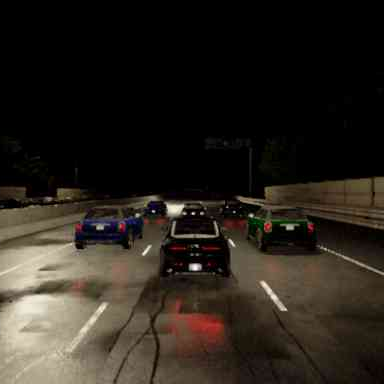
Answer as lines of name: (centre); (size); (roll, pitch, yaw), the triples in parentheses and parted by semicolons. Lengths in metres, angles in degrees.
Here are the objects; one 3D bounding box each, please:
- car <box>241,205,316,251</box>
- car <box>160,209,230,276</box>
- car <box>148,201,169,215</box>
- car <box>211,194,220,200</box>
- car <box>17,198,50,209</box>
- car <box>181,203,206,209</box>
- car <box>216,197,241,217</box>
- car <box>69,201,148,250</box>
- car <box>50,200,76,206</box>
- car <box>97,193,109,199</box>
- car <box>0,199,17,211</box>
car: (3.596, 1.357, 14.312); (2.097, 1.767, 4.553); (0, 0, 0)
car: (0.081, 1.511, 10.314); (1.837, 1.490, 4.892); (0, 0, 0)
car: (-3.401, 1.536, 31.735); (1.812, 1.442, 4.674); (0, 0, 0)
car: (6.942, 1.538, 92.516); (1.994, 1.385, 4.181); (0, 0, 1)
car: (-17.573, 1.506, 38.471); (2.128, 1.511, 4.902); (0, 0, 0)
car: (0.098, 1.556, 25.967); (2.033, 1.411, 5.357); (0, 0, 0)
car: (3.608, 1.501, 30.734); (2.128, 1.511, 4.902); (0, 0, 0)
car: (-3.403, 1.358, 14.475); (2.097, 1.767, 4.553); (0, 0, 0)
car: (-14.075, 1.578, 38.032); (1.994, 1.385, 4.181); (0, 0, 0)
car: (-20.964, 1.011, 78.877); (2.097, 1.767, 4.553); (0, 0, 0)
car: (-21.073, 1.540, 37.908); (1.812, 1.442, 4.674); (0, 0, 0)
